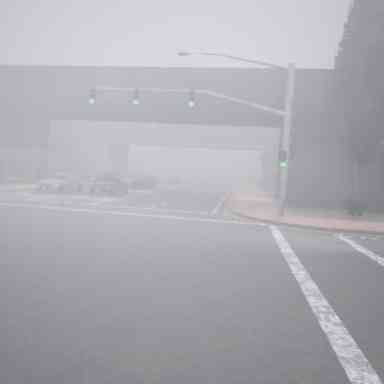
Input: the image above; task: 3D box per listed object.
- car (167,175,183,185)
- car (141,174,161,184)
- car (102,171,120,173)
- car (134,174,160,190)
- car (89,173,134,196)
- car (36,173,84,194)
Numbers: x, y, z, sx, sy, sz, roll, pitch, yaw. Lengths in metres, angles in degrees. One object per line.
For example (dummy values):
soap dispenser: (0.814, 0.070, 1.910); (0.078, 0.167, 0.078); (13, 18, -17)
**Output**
car: (-2.584, -1.917, 51.822); (1.812, 1.442, 4.674); (4, 4, 9)
car: (-6.246, -2.032, 50.978); (1.994, 1.385, 4.181); (4, 4, 9)
car: (-8.699, -1.366, 34.806); (2.097, 1.767, 4.553); (4, 4, 8)
car: (-5.010, -1.032, 35.933); (2.033, 1.411, 5.357); (4, 4, 8)
car: (-6.441, -0.536, 26.421); (1.812, 1.442, 4.674); (4, 4, 8)
car: (-10.072, -0.701, 25.778); (1.812, 1.442, 4.674); (4, 4, 8)
